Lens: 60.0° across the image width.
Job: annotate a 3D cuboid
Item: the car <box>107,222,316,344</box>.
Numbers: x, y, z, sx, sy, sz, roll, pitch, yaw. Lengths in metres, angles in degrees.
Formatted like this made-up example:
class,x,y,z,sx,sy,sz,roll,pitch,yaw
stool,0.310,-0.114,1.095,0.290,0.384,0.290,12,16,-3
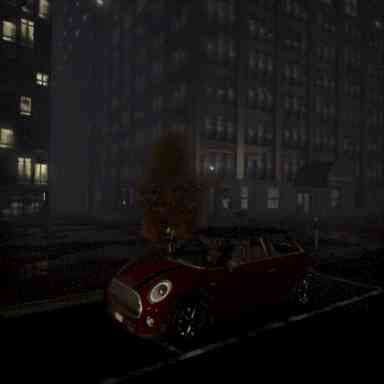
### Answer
class,x,y,z,sx,sy,sz,roll,pitch,yaw
car,0.486,1.442,6.377,4.097,1.590,1.967,0,1,-35
